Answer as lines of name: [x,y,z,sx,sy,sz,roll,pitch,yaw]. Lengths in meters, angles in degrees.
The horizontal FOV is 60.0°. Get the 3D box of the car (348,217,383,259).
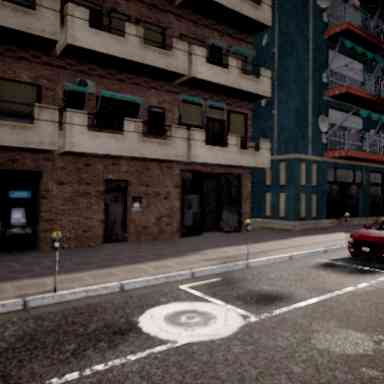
car: [7.292,1.554,11.749,4.507,1.381,1.887,0,1,-35]
